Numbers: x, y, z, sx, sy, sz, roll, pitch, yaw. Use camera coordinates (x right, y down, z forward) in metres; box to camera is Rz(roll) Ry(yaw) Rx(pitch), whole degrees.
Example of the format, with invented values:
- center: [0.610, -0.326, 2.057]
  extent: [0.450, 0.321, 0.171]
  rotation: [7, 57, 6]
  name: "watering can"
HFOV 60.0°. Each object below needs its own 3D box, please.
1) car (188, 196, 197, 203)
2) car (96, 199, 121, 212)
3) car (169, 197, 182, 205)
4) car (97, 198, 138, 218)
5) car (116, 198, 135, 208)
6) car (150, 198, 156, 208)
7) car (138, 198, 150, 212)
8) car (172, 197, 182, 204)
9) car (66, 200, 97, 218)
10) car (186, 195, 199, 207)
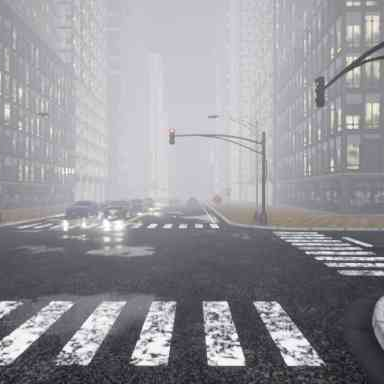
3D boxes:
- center: [0.068, 1.621, 71.352]
  extent: [1.882, 1.535, 5.008]
  rotation: [0, 0, 0]
  name: "car"
- center: [-9.849, 1.606, 39.508]
  extent: [1.994, 1.385, 4.181]
  rotation: [0, 0, 0]
  name: "car"
- center: [-3.150, 1.591, 60.003]
  extent: [2.128, 1.511, 4.902]
  rotation: [0, 0, 0]
  name: "car"
- center: [-6.600, 1.516, 30.125]
  extent: [2.128, 1.511, 4.902]
  rotation: [0, 0, 0]
  name: "car"
- center: [-9.839, 1.630, 49.432]
  extent: [1.994, 1.385, 4.181]
  rotation: [0, 0, 0]
  name: "car"
- center: [-6.593, 1.593, 49.700]
  extent: [1.812, 1.442, 4.674]
  rotation: [0, 0, 0]
  name: "car"
- center: [-6.599, 1.520, 39.653]
  extent: [1.882, 1.535, 5.008]
  rotation: [0, 0, 0]
  name: "car"
- center: [-3.181, 1.701, 70.331]
  extent: [1.994, 1.385, 4.181]
  rotation: [0, 0, 0]
  name: "car"
- center: [-9.854, 1.503, 30.374]
  extent: [1.882, 1.535, 5.008]
  rotation: [0, 0, 0]
  name: "car"
- center: [0.101, 1.599, 51.948]
  extent: [1.812, 1.442, 4.674]
  rotation: [0, 0, 0]
  name: "car"
